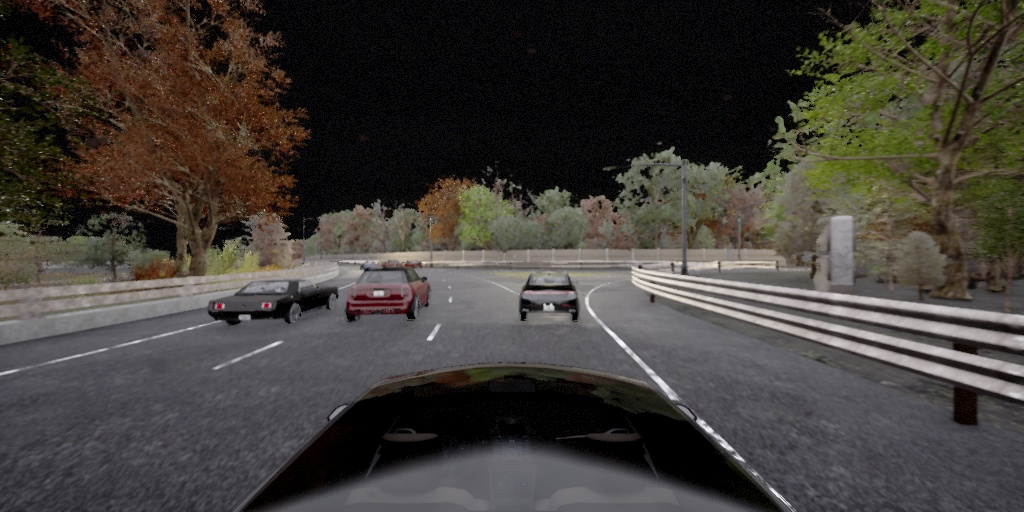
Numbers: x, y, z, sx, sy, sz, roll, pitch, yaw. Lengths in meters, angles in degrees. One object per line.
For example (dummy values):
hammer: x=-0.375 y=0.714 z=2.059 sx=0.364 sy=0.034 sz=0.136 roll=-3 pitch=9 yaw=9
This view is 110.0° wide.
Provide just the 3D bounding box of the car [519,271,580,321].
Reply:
car: x=1.316 y=1.273 z=12.611 sx=2.128 sy=1.511 sz=4.902 roll=0 pitch=0 yaw=6

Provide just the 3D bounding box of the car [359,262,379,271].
car: x=-22.529 y=1.597 z=56.373 sx=1.994 sy=1.385 sz=4.181 roll=0 pitch=0 yaw=-34

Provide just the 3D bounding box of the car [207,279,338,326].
car: x=-7.593 y=1.419 z=12.111 sx=1.895 sy=1.301 sz=4.718 roll=0 pitch=0 yaw=-6

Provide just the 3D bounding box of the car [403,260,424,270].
car: x=-16.558 y=1.497 z=60.025 sx=1.882 sy=1.535 sz=5.008 roll=0 pitch=0 yaw=-34

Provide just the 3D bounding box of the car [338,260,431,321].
car: x=-4.213 y=1.158 z=12.907 sx=2.097 sy=1.767 sz=4.553 roll=0 pitch=0 yaw=-5

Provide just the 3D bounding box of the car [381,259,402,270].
car: x=-19.528 y=1.378 z=58.174 sx=2.097 sy=1.767 sz=4.553 roll=0 pitch=0 yaw=-34
